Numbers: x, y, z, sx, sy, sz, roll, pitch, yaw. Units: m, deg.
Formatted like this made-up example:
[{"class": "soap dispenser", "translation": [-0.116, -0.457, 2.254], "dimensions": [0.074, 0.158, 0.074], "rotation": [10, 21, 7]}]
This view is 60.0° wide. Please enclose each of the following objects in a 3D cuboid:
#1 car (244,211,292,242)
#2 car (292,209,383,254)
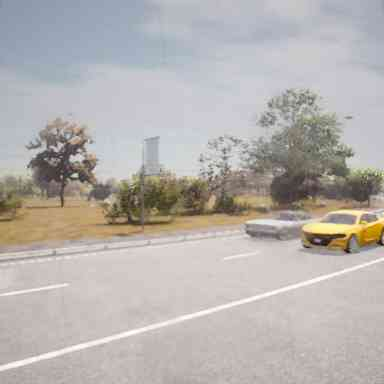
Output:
[{"class": "car", "translation": [4.778, 1.650, 17.014], "dimensions": [4.718, 1.301, 1.895], "rotation": [0, 0, -42]}, {"class": "car", "translation": [6.486, 1.520, 13.897], "dimensions": [5.008, 1.535, 1.882], "rotation": [0, 0, -41]}]
